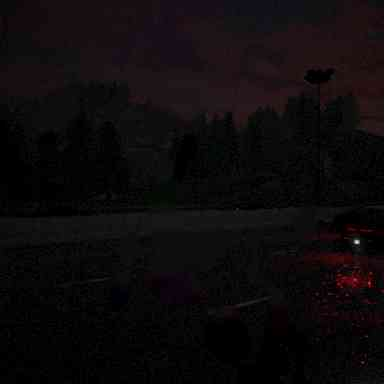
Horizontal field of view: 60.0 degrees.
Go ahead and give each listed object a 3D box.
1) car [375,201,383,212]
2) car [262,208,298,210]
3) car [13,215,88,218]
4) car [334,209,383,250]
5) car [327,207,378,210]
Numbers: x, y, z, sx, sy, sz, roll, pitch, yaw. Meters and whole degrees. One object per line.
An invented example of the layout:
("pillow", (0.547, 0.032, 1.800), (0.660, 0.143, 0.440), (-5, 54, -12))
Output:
("car", (26.926, 1.959, 44.590), (5.357, 1.411, 2.033), (1, 0, -35))
("car", (11.030, 1.835, 41.915), (5.357, 1.411, 2.033), (1, 0, -35))
("car", (-8.540, 1.516, 19.388), (5.008, 1.535, 1.882), (1, 0, -35))
("car", (8.138, 1.630, 13.845), (4.892, 1.490, 1.837), (1, 0, -35))
("car", (10.502, 1.650, 19.827), (5.008, 1.535, 1.882), (1, 0, -35))
